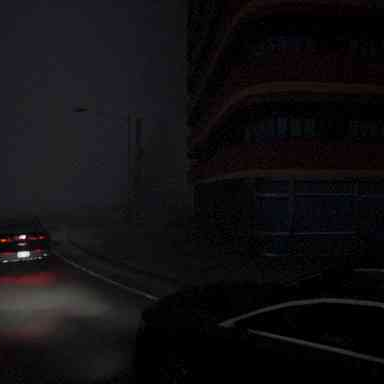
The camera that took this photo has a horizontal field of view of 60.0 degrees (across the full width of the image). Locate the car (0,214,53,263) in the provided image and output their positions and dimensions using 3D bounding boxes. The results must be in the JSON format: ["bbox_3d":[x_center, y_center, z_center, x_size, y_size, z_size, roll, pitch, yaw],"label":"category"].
[{"bbox_3d":[-6.168,1.507,11.454,1.837,1.490,4.892,0,1,-35],"label":"car"}]

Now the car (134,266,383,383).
[{"bbox_3d":[1.554,1.492,3.073,4.902,1.511,2.128,0,0,37],"label":"car"}]
